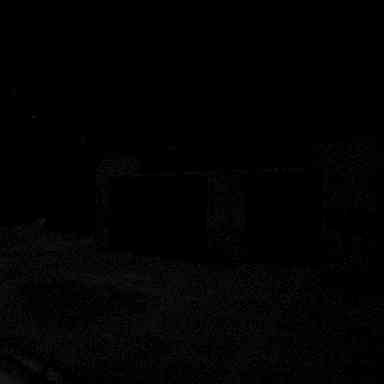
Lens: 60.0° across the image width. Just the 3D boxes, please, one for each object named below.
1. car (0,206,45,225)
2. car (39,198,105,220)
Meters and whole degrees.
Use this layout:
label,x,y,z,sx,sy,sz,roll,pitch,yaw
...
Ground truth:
label,x,y,z,sx,sy,sz,roll,pitch,yaw
car,-11.936,1.497,20.531,1.895,1.301,4.718,0,0,34
car,-9.953,1.334,27.957,2.128,1.511,4.902,0,0,36
